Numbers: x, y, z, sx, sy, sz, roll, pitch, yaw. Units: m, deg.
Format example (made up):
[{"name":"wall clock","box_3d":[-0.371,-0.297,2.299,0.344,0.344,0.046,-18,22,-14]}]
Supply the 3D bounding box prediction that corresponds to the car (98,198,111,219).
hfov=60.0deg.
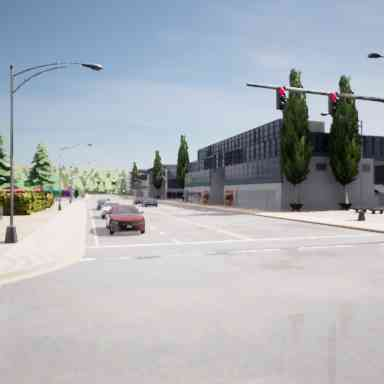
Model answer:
[{"name":"car","box_3d":[-6.989,1.548,29.115,1.812,1.442,4.674,0,0,-18]}]

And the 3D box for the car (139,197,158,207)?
[{"name":"car","box_3d":[-6.567,1.607,51.588,1.994,1.385,4.181,0,0,-17]}]

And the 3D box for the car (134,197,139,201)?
[{"name":"car","box_3d":[-9.539,1.613,60.858,1.994,1.385,4.181,0,0,-17]}]

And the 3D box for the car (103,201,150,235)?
[{"name":"car","box_3d":[-3.930,1.493,19.325,1.882,1.535,5.008,0,0,-17]}]
